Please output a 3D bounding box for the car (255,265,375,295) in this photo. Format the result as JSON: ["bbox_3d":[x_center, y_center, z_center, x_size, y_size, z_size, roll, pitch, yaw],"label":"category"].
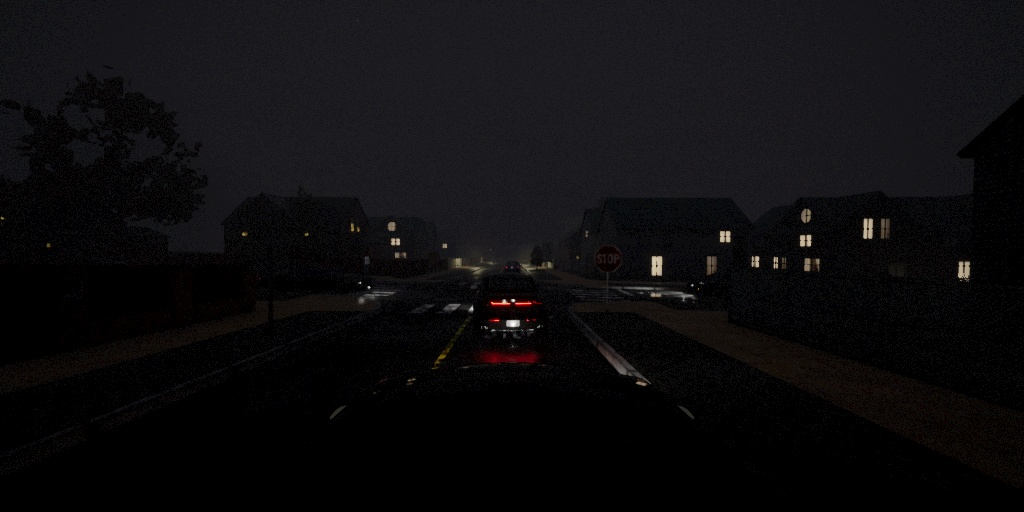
[{"bbox_3d":[-9.912,1.149,18.238,5.357,1.411,2.033,1,1,1],"label":"car"}]

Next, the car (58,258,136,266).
[{"bbox_3d":[-20.883,0.882,18.401,4.892,1.490,1.837,1,1,1],"label":"car"}]

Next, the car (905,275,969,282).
[{"bbox_3d":[24.064,1.803,20.681,5.357,1.411,2.033,1,1,1],"label":"car"}]

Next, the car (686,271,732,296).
[{"bbox_3d":[12.510,1.567,20.851,4.181,1.385,1.994,1,1,1],"label":"car"}]

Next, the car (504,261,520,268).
[{"bbox_3d":[0.042,1.283,41.331,2.033,1.411,5.357,0,0,0],"label":"car"}]

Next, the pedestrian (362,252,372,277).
[{"bbox_3d":[-9.701,0.611,24.084,0.375,1.860,0.375,0,0,1],"label":"pedestrian"}]

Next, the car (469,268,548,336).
[{"bbox_3d":[-0.150,1.252,10.387,1.837,1.490,4.892,0,0,-4],"label":"car"}]
